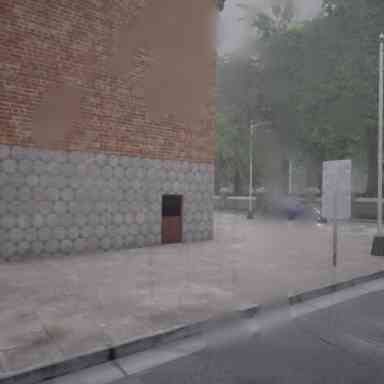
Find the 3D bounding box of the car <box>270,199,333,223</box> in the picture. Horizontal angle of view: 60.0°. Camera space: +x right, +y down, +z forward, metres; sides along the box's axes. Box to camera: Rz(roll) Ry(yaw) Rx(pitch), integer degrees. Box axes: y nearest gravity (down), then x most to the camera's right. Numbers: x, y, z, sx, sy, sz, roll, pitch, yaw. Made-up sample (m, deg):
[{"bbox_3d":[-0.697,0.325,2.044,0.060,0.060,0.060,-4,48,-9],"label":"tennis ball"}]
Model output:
[{"bbox_3d":[8.026,1.345,24.555,2.097,1.767,4.553,2,-1,-35],"label":"car"}]
